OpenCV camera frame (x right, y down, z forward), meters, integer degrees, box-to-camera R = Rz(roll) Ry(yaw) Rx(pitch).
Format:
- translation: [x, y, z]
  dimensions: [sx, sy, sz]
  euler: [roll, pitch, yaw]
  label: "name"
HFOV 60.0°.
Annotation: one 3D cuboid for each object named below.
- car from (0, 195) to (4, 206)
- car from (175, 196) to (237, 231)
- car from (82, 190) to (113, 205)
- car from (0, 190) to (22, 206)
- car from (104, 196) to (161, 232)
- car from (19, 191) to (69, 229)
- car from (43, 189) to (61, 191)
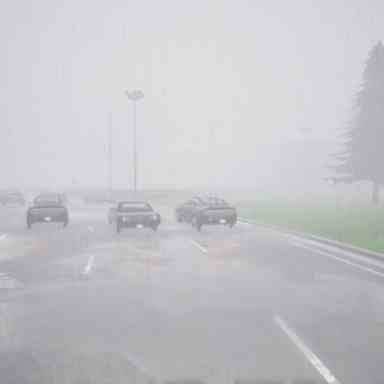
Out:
- translation: [-11.729, 1.043, 18.327]
  dimensions: [1.895, 1.301, 4.718]
  euler: [-1, 2, -27]
  label: "car"
- translation: [0.531, 0.965, 16.583]
  dimensions: [2.128, 1.511, 4.902]
  euler: [-1, 2, -19]
  label: "car"
- translation: [-9.529, 0.519, 33.706]
  dimensions: [1.994, 1.385, 4.181]
  euler: [-2, 2, -41]
  label: "car"
- translation: [-17.825, 0.501, 32.455]
  dimensions: [2.128, 1.511, 4.902]
  euler: [-2, 2, -41]
  label: "car"
- translation: [-2.989, 1.092, 16.244]
  dimensions: [1.895, 1.301, 4.718]
  euler: [-1, 2, -20]
  label: "car"
- translation: [-7.619, 0.949, 17.573]
  dimensions: [2.128, 1.511, 4.902]
  euler: [-1, 2, -23]
  label: "car"
- translation: [-14.506, 0.429, 34.122]
  dimensions: [1.882, 1.535, 5.008]
  euler: [-2, 2, -42]
  label: "car"
